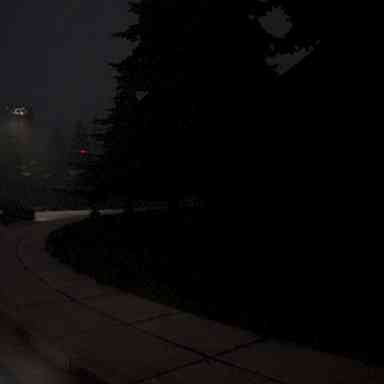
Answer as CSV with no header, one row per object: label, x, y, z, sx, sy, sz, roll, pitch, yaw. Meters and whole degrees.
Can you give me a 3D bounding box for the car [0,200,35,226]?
car,-13.003,1.363,23.494,2.097,1.767,4.553,0,0,0
